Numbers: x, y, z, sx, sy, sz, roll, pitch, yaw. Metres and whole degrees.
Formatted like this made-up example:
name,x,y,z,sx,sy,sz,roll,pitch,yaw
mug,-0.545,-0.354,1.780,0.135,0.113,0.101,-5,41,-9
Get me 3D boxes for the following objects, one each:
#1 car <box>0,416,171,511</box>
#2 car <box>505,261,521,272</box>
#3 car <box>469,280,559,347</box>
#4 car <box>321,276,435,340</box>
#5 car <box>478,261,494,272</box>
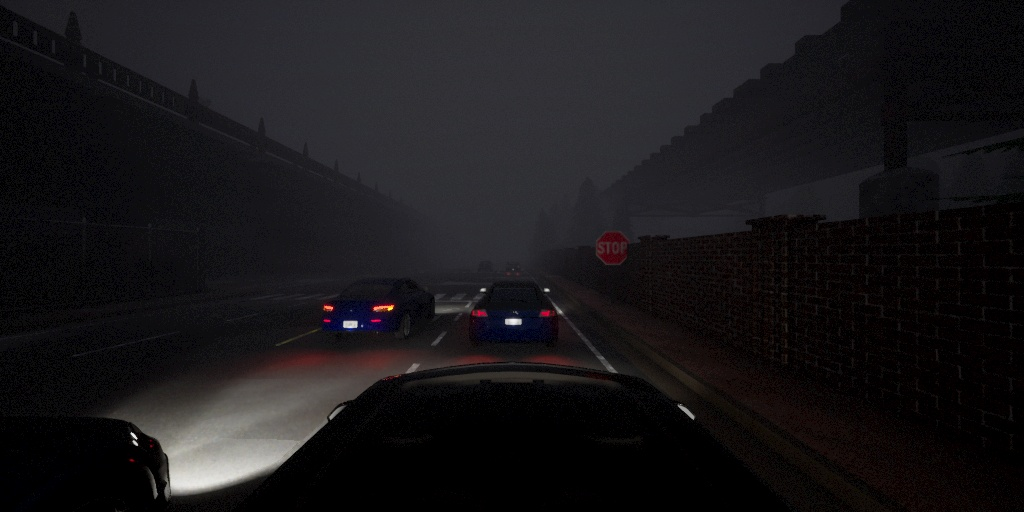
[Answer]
name,x,y,z,sx,sy,sz,roll,pitch,yaw
car,-3.399,1.314,0.763,1.994,1.385,4.181,0,0,0
car,0.115,1.351,46.149,1.895,1.301,4.718,0,0,-1
car,0.072,1.314,9.335,1.994,1.385,4.181,0,0,1
car,-3.410,1.276,9.859,1.812,1.442,4.674,0,0,0
car,-3.380,1.297,45.981,2.033,1.411,5.357,0,0,-1
